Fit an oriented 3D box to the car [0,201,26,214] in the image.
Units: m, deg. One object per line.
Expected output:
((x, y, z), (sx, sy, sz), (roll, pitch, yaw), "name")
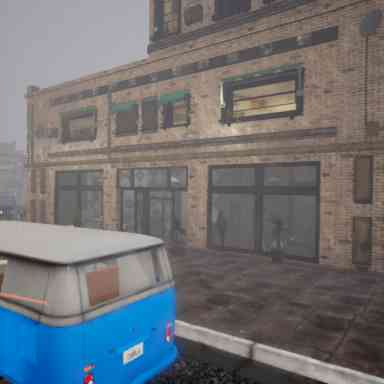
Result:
((-15.256, 1.806, 30.583), (1.947, 1.339, 4.313), (0, 0, 36), "car")

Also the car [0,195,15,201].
((-20.479, 1.364, 33.235), (2.150, 2.045, 5.566), (1, 0, 36), "car")

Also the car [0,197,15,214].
((-22.017, 1.427, 35.530), (2.192, 1.841, 5.009), (0, 0, 36), "car")

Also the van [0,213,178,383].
((-2.082, 1.342, 4.335), (3.998, 1.788, 1.690), (0, 1, 35), "van")
